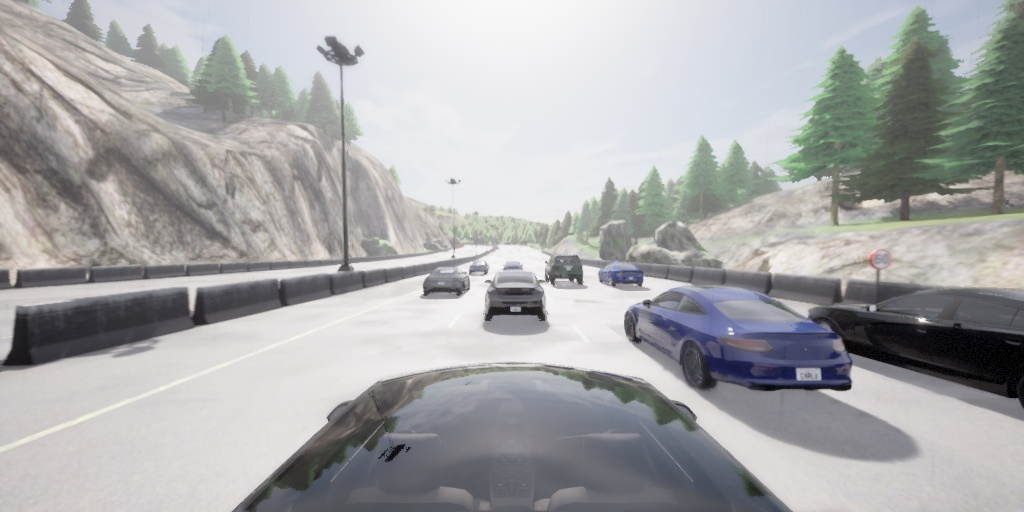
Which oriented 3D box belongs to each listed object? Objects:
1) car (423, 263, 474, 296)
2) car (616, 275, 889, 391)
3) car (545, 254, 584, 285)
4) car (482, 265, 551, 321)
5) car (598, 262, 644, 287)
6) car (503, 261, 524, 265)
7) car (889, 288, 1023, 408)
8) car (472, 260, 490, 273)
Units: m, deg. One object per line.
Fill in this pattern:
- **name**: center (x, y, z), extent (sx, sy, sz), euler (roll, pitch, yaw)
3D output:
- **car**: center (-3.394, 1.270, 19.199), extent (1.994, 1.385, 4.181), euler (0, 0, 0)
- **car**: center (3.589, 1.264, 6.646), extent (1.812, 1.442, 4.674), euler (0, 0, 0)
- **car**: center (3.608, 0.902, 25.487), extent (2.150, 2.045, 5.566), euler (0, 0, 0)
- **car**: center (0.103, 1.228, 12.374), extent (1.837, 1.490, 4.892), euler (0, 0, 0)
- **car**: center (7.107, 1.166, 23.849), extent (1.882, 1.535, 5.008), euler (0, 0, 0)
- **car**: center (0.110, 1.158, 33.086), extent (1.812, 1.442, 4.674), euler (0, 0, 0)
- **car**: center (7.101, 1.219, 5.483), extent (1.882, 1.535, 5.008), euler (0, 0, 0)
- **car**: center (-3.389, 1.142, 37.515), extent (2.033, 1.411, 5.357), euler (0, 1, 0)
